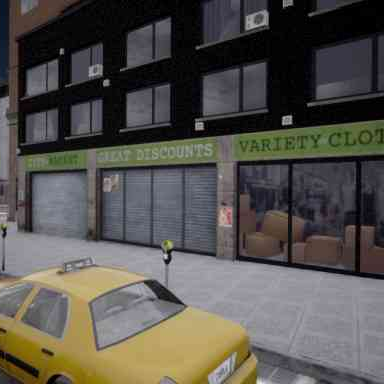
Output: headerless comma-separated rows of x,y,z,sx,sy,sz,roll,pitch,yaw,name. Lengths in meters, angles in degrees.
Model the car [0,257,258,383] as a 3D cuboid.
-1.615,1.524,4.240,4.829,1.417,1.752,0,1,35,car
